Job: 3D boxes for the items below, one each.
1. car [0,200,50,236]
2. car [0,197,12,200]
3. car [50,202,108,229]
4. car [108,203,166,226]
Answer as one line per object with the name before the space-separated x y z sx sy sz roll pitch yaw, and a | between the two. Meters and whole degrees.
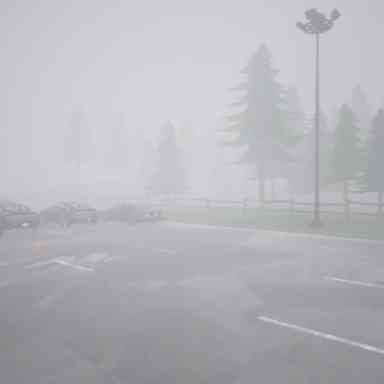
car | -9.959 1.379 17.776 4.902 1.511 2.128 0 0 40
car | -20.964 1.274 36.320 4.892 1.490 1.837 0 0 40
car | -7.691 1.365 20.443 4.902 1.511 2.128 0 0 40
car | -4.158 1.414 22.032 5.357 1.411 2.033 0 0 40
